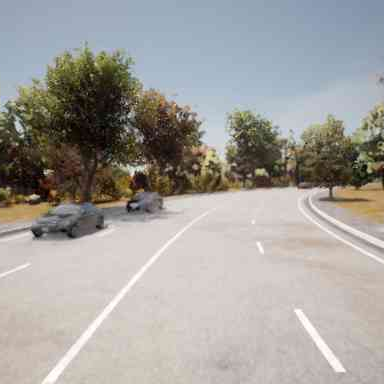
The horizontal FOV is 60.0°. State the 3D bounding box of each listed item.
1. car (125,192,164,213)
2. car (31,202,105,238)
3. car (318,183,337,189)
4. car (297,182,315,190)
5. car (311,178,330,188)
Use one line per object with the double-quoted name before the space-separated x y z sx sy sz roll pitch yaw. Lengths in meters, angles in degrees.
"car" -3.746 0.783 26.978 2.128 1.511 4.902 0 2 13
"car" -5.751 1.232 16.085 1.812 1.442 4.674 0 2 8
"car" 27.696 -1.422 68.930 2.033 1.411 5.357 -1 2 40
"car" 23.265 -1.281 68.882 1.812 1.442 4.674 -1 2 38
"car" 29.763 -2.066 76.839 2.150 2.045 5.566 -1 2 42
